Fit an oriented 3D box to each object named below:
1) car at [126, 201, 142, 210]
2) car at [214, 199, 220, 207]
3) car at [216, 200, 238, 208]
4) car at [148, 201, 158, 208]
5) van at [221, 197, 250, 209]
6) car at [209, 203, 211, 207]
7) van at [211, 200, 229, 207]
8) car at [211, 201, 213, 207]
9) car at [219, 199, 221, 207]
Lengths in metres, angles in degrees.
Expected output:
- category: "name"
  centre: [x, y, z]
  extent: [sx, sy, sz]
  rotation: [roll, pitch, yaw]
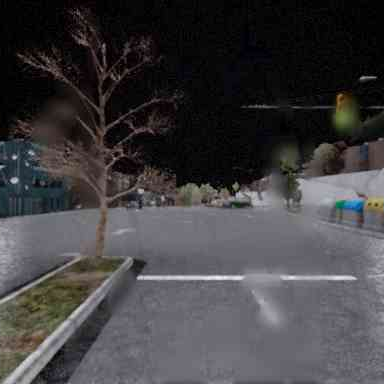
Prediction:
- category: "car"
  centre: [-8.908, 2.038, 51.741]
  extent: [1.994, 1.385, 4.181]
  rotation: [0, -1, 0]
- category: "car"
  centre: [7.838, 2.482, 67.037]
  extent: [5.366, 1.575, 1.946]
  rotation: [2, -2, -20]
- category: "car"
  centre: [8.035, 2.687, 76.045]
  extent: [4.553, 1.767, 2.185]
  rotation: [2, -2, -20]
- category: "car"
  centre: [-8.948, 2.882, 76.984]
  extent: [1.812, 1.442, 4.674]
  rotation: [0, -2, 0]
- category: "van"
  centre: [7.913, 1.939, 58.139]
  extent: [4.442, 1.987, 1.878]
  rotation: [2, -2, -20]
- category: "car"
  centre: [7.997, 3.246, 87.936]
  extent: [5.008, 1.535, 2.097]
  rotation: [2, -2, -20]
- category: "van"
  centre: [7.881, 3.252, 93.854]
  extent: [4.442, 1.987, 1.878]
  rotation: [2, -2, -20]
- category: "car"
  centre: [8.170, 3.029, 82.054]
  extent: [5.366, 1.575, 1.946]
  rotation: [2, -2, -20]
- category: "car"
  centre: [8.012, 2.315, 61.152]
  extent: [4.674, 1.452, 2.002]
  rotation: [2, -2, -20]
